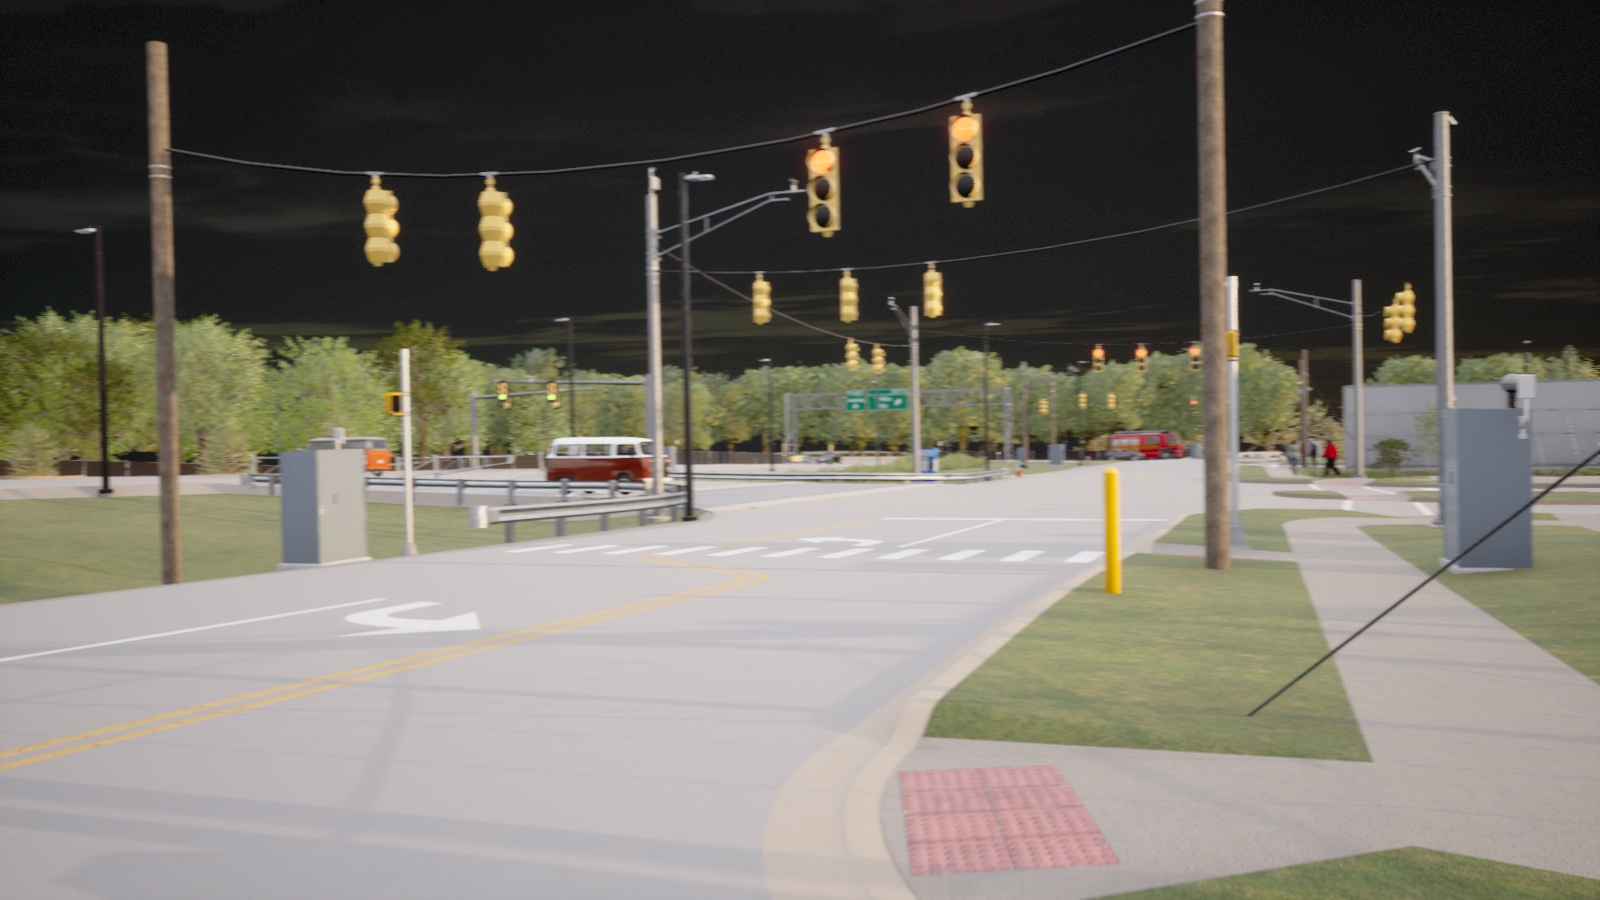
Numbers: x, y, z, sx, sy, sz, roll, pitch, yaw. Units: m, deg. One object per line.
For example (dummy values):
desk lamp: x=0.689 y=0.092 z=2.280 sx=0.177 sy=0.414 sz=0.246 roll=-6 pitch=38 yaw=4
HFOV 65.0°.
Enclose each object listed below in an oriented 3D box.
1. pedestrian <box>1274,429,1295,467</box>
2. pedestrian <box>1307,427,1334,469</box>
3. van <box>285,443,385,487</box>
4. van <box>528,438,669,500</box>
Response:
pedestrian: x=24.046 y=-0.089 z=62.329 sx=0.874 sy=1.855 sz=0.900 roll=-2 pitch=1 yaw=16
pedestrian: x=23.844 y=-0.089 z=57.514 sx=0.634 sy=1.844 sz=0.899 roll=-3 pitch=1 yaw=-39
van: x=-23.106 y=0.764 z=62.411 sx=4.442 sy=1.987 sz=1.775 roll=-2 pitch=-1 yaw=18
van: x=-7.162 y=0.673 z=44.621 sx=4.480 sy=2.038 sz=2.069 roll=-2 pitch=-1 yaw=23
